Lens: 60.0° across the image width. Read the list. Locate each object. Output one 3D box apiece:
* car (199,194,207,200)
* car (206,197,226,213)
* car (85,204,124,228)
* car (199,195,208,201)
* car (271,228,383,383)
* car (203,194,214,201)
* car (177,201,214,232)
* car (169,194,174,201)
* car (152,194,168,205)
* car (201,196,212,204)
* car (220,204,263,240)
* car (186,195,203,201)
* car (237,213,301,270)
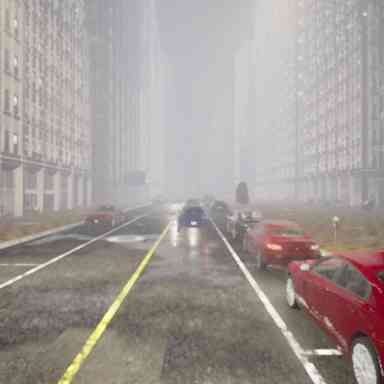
[{"bbox_3d":[2.706,1.350,84.529,1.887,1.381,4.507,0,0,0],"label":"car"},{"bbox_3d":[2.701,1.482,33.329,1.947,1.339,4.313,0,0,0],"label":"car"},{"bbox_3d":[-5.681,1.488,21.975,1.887,1.381,4.507,0,0,0],"label":"car"},{"bbox_3d":[2.705,1.398,78.841,1.802,1.307,4.206,0,0,0],"label":"car"},{"bbox_3d":[2.698,1.531,4.885,1.887,1.381,4.507,0,0,0],"label":"car"},{"bbox_3d":[2.702,1.414,44.877,1.752,1.417,4.829,0,0,0],"label":"car"},{"bbox_3d":[0.104,1.474,19.747,1.812,1.442,4.674,0,0,0],"label":"car"},{"bbox_3d":[-5.676,1.378,73.177,2.008,1.369,4.403,0,0,0],"label":"car"},{"bbox_3d":[-5.678,1.414,56.109,2.008,1.369,4.403,0,0,0],"label":"car"},{"bbox_3d":[2.704,1.396,61.774,1.887,1.381,4.507,0,0,0],"label":"car"},{"bbox_3d":[2.699,1.508,16.263,2.008,1.369,4.403,0,0,0],"label":"car"},{"bbox_3d":[0.106,1.453,44.741,1.994,1.385,4.181,0,0,0],"label":"car"},{"bbox_3d":[2.698,1.554,10.574,1.802,1.307,4.206,0,0,0],"label":"car"}]
